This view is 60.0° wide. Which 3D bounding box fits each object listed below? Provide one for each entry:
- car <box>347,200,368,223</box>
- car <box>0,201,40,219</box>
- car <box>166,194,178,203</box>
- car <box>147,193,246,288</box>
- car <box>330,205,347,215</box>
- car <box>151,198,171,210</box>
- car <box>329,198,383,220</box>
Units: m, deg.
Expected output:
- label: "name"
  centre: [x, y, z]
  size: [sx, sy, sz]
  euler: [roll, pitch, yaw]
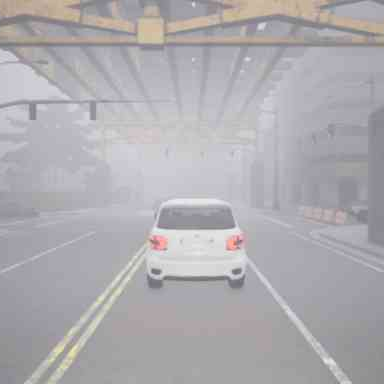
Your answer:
- label: "car"
  centre: [13.269, 1.318, 22.240]
  size: [4.974, 1.542, 2.038]
  euler: [0, 0, -20]
- label: "car"
  centre: [-14.339, 1.402, 26.339]
  size: [4.181, 1.385, 1.994]
  euler: [0, 0, 2]
- label: "car"
  centre: [-3.528, 1.170, 58.471]
  size: [1.812, 1.442, 4.674]
  euler: [0, 0, 1]
- label: "car"
  centre: [0.082, 1.165, 9.188]
  size: [2.150, 2.045, 5.566]
  euler: [0, 0, 0]
- label: "car"
  centre: [13.644, 1.135, 26.376]
  size: [4.536, 1.218, 1.853]
  euler: [0, 0, 25]
- label: "car"
  centre: [-3.585, 1.362, 39.193]
  size: [1.895, 1.301, 4.718]
  euler: [0, 0, 0]
- label: "car"
  centre: [13.596, 1.293, 26.398]
  size: [4.974, 1.542, 2.038]
  euler: [0, 0, 25]
